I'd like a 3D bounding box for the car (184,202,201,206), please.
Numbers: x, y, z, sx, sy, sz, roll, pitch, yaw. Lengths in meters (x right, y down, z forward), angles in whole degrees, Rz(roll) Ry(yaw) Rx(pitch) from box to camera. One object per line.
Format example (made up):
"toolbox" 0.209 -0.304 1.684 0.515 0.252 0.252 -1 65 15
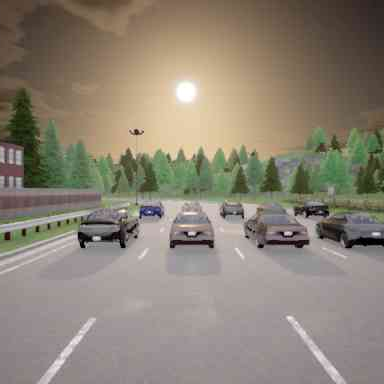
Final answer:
"car" 0.000 1.561 29.650 2.033 1.411 5.357 0 0 0

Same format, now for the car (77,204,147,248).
"car" -3.500 1.492 14.650 2.128 1.511 4.902 0 0 0

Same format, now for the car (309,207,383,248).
"car" 7.000 1.570 14.650 1.994 1.385 4.181 0 0 0

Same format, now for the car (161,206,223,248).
"car" 0.000 1.560 14.650 2.033 1.411 5.357 0 0 0

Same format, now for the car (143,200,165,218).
"car" -3.500 1.482 29.650 1.882 1.535 5.008 0 0 0

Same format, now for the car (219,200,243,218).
"car" 3.500 1.493 29.650 2.128 1.511 4.902 0 0 0

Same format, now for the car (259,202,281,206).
"car" 7.000 1.570 29.650 1.994 1.385 4.181 0 0 0

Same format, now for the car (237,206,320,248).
"car" 3.500 1.560 14.650 2.033 1.411 5.357 0 0 0

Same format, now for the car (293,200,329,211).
"car" 10.500 1.482 29.650 1.882 1.535 5.008 0 0 0
